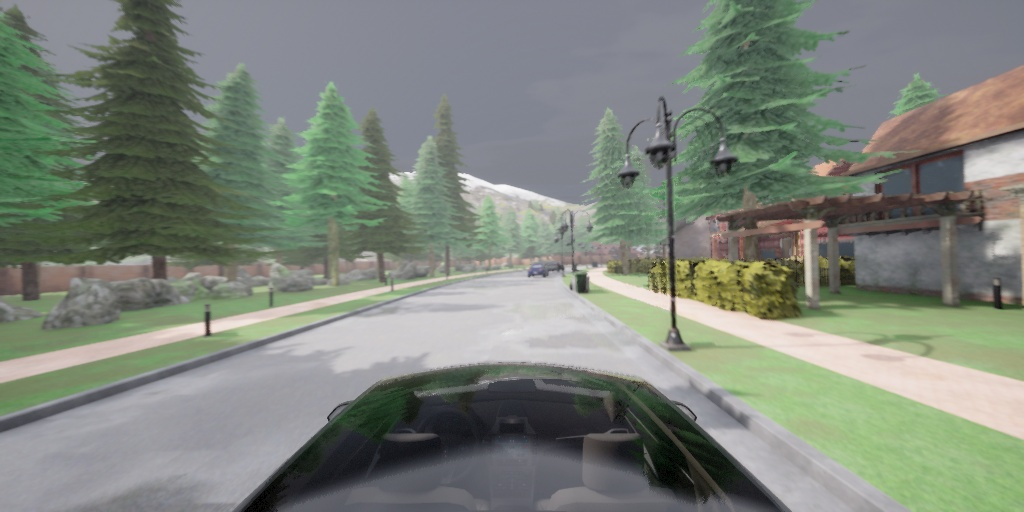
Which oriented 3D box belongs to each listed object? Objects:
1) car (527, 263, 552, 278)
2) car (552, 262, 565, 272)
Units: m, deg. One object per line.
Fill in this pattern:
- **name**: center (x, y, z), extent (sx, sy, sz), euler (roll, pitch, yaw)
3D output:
- **car**: center (2.833, 1.544, 38.621), extent (1.812, 1.442, 4.674), euler (-2, -1, 12)
- **car**: center (6.322, 1.550, 51.846), extent (2.128, 1.511, 4.902), euler (-2, -1, 19)
